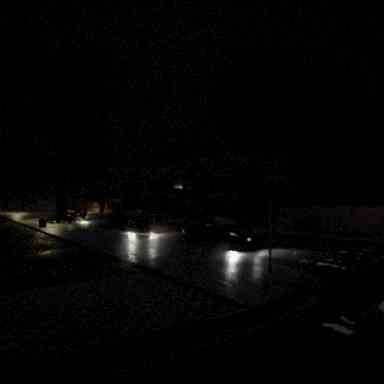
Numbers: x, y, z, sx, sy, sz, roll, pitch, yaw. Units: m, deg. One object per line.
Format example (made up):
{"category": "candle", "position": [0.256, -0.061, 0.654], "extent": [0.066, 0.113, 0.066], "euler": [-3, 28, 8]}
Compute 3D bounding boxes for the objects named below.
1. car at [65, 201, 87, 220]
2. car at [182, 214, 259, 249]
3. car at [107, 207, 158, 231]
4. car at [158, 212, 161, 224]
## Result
{"category": "car", "position": [-13.831, 2.060, 38.026], "extent": [2.150, 2.045, 5.566], "euler": [0, 0, -35]}
{"category": "car", "position": [1.228, 1.865, 16.612], "extent": [1.812, 1.442, 4.674], "euler": [0, -1, -34]}
{"category": "car", "position": [-4.849, 2.031, 25.326], "extent": [1.882, 1.535, 5.008], "euler": [0, -1, -35]}
{"category": "car", "position": [-4.579, 2.130, 29.850], "extent": [2.128, 1.511, 4.902], "euler": [0, -1, -35]}
